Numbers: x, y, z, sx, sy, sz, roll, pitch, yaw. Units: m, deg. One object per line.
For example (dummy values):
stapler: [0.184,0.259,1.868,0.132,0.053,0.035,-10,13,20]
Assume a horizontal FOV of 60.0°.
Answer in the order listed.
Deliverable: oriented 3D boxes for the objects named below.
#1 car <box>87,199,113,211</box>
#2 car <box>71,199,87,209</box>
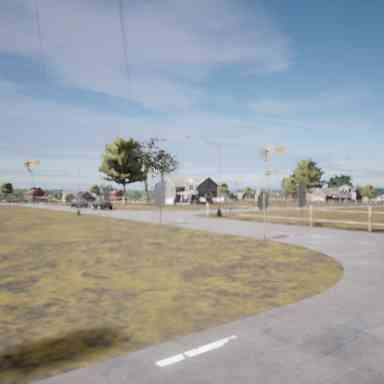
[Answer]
car: [-12.903,1.850,47.595,1.837,1.490,4.892,0,-1,-35]
car: [-18.953,1.979,55.921,2.128,1.511,4.902,0,-1,-36]
